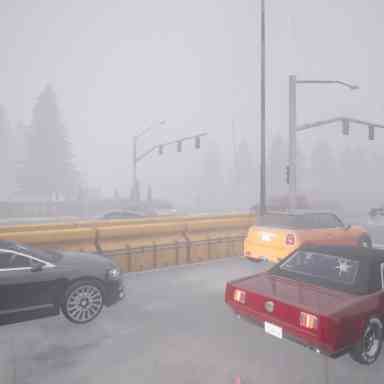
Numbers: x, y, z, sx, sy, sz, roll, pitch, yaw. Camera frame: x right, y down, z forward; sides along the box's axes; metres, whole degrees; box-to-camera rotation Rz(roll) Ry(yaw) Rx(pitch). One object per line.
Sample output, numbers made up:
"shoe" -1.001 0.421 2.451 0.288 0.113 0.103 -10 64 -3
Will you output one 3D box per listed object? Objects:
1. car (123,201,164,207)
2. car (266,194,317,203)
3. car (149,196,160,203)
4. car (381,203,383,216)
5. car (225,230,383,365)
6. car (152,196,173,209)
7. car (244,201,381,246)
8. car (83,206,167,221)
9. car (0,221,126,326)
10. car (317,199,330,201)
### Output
"car" -4.357 1.564 22.392 4.181 1.385 1.994 0 0 -36
"car" 7.003 1.221 26.221 5.566 2.045 2.150 0 0 -35
"car" -7.820 1.503 70.090 1.812 1.442 4.674 0 0 -2
"car" 17.582 1.601 29.468 4.718 1.301 1.895 0 0 -36
"car" 2.922 1.601 5.837 4.718 1.301 1.895 0 0 -36
"car" -4.253 1.564 43.979 1.994 1.385 4.181 0 0 -36
"car" 3.870 1.352 10.817 4.553 1.767 2.097 0 0 -36
"car" -3.586 1.525 14.340 4.674 1.442 1.812 0 0 -36
"car" -3.543 1.492 5.511 4.902 1.511 2.128 0 0 -36
"car" 15.070 1.548 39.483 5.357 1.411 2.033 0 0 -2
